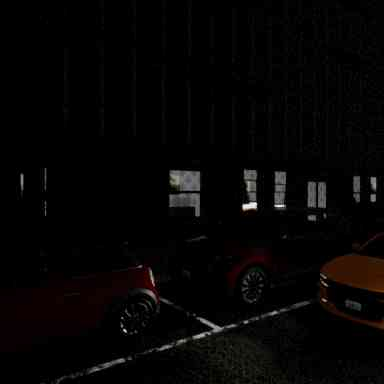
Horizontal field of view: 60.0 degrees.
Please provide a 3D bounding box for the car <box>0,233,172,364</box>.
[{"bbox_3d":[-2.594,1.440,4.884,4.097,1.590,1.967,0,0,-35],"label":"car"}]

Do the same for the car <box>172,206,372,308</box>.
[{"bbox_3d":[1.937,1.314,8.105,5.009,1.841,2.192,0,0,-35],"label":"car"}]

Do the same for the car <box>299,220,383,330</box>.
[{"bbox_3d":[4.529,1.476,6.604,5.008,1.535,1.882,0,0,-36],"label":"car"}]

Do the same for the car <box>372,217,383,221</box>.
[{"bbox_3d":[6.468,1.561,11.329,4.313,1.339,1.947,0,0,-35],"label":"car"}]
